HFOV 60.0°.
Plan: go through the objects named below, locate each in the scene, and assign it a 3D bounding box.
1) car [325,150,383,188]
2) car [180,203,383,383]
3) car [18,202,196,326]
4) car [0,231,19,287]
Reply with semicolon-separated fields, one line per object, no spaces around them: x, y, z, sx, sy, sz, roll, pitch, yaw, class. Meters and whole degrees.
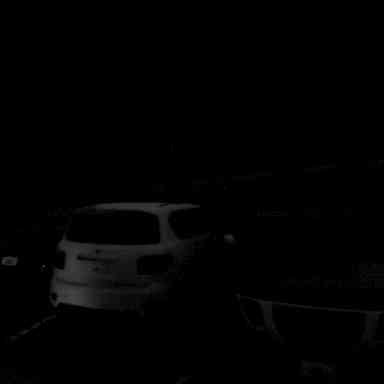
7.089;-0.935;10.386;5.357;1.411;2.033;-5;-3;36;car
1.824;1.232;5.549;2.435;2.045;5.566;1;-1;15;car
-0.647;1.226;7.355;2.435;2.045;5.566;0;-1;15;car
-3.115;1.501;9.103;2.163;1.488;4.792;0;-1;16;car
